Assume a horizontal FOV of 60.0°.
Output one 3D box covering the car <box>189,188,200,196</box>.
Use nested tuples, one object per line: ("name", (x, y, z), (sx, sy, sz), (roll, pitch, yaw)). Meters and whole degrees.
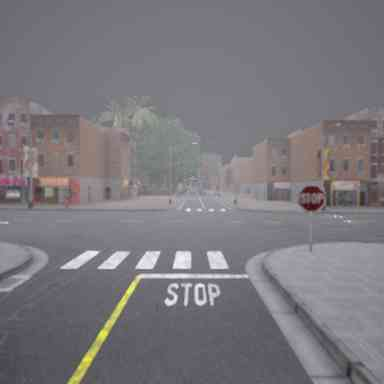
("car", (0.244, 0.081, 75.185), (1.837, 1.490, 4.892), (0, 1, 0))
